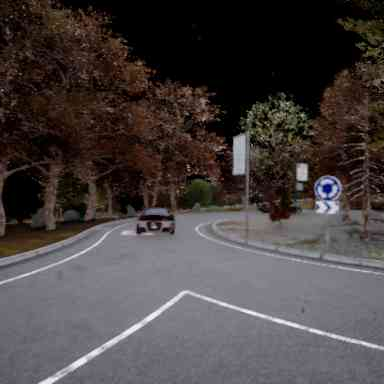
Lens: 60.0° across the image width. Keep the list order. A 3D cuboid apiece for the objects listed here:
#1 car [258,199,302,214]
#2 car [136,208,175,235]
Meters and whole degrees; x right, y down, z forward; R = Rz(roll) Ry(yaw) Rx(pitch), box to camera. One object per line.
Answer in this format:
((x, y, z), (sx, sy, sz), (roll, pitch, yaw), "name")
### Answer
((9.479, 1.500, 35.903), (4.553, 1.767, 2.097), (0, 0, -14), "car")
((-1.963, 1.579, 18.721), (1.994, 1.385, 4.181), (0, 0, -2), "car")
